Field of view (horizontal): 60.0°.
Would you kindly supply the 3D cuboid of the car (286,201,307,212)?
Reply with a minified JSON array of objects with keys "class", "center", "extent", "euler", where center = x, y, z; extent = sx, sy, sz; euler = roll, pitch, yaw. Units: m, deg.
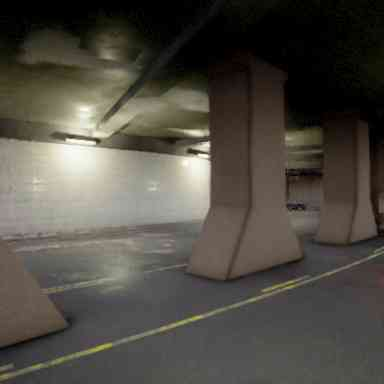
[{"class":"car","center":[13.547,1.870,43.581],"extent":[1.994,1.385,4.181],"euler":[0,-1,2]}]
